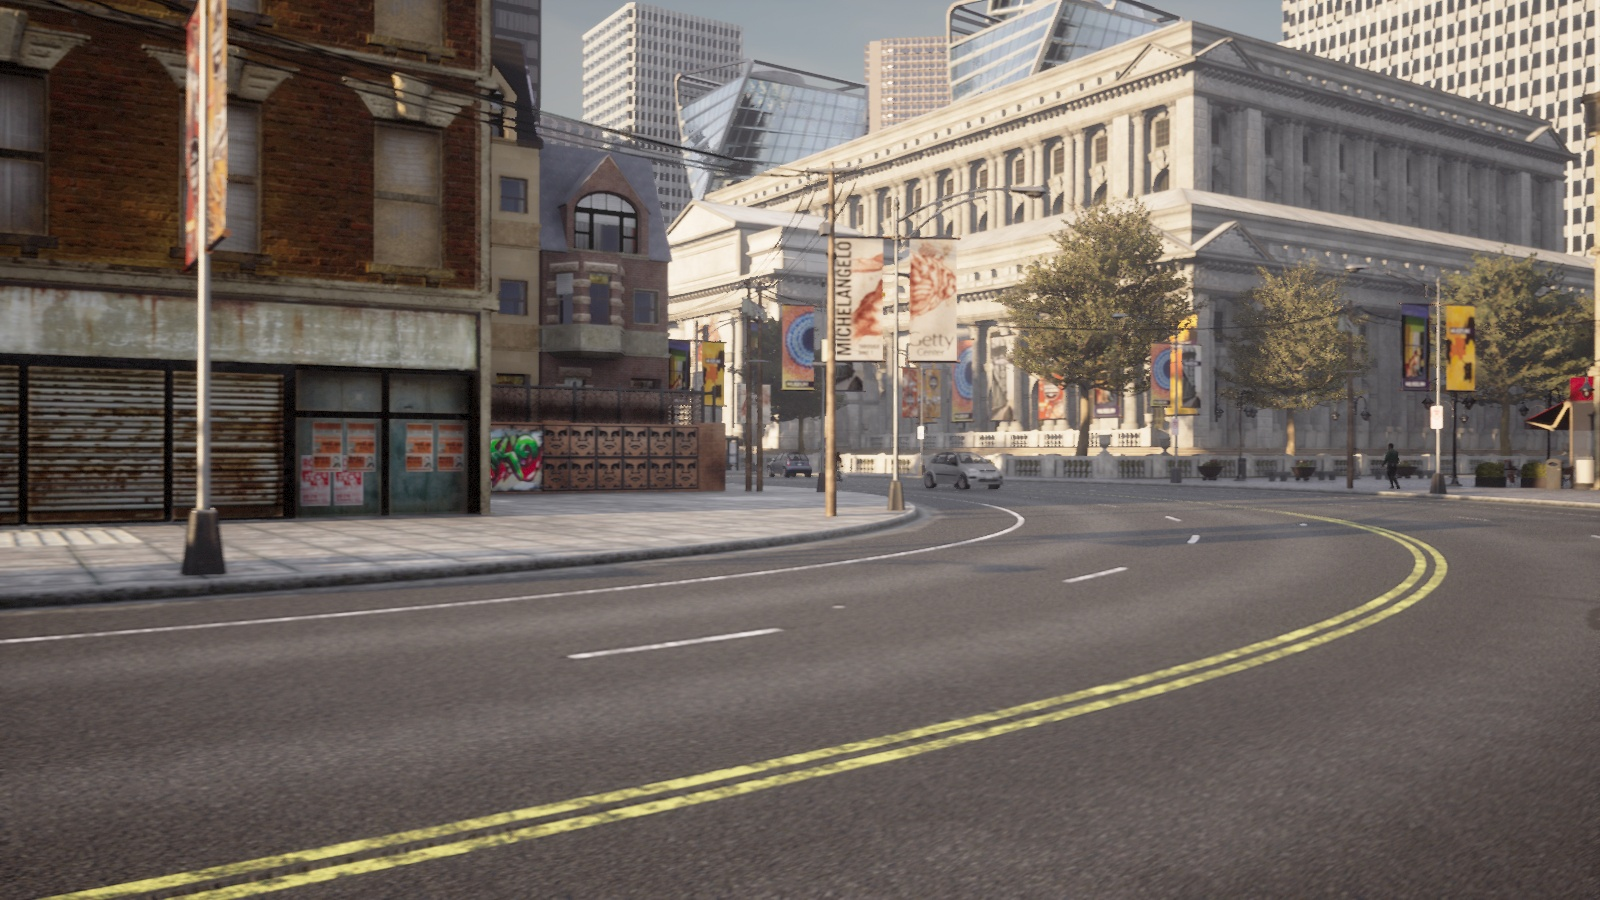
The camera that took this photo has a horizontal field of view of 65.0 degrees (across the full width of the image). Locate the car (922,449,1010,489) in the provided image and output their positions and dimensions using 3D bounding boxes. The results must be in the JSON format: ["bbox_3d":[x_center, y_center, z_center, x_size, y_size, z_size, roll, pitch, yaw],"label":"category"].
[{"bbox_3d":[6.951,0.787,53.072,1.851,1.617,3.988,0,0,-24],"label":"car"}]

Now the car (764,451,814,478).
[{"bbox_3d":[-0.700,0.884,78.891,1.851,1.617,3.988,0,0,-21],"label":"car"}]

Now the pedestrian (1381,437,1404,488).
[{"bbox_3d":[22.947,0.491,48.641,0.423,1.949,0.788,0,0,-15],"label":"pedestrian"}]
